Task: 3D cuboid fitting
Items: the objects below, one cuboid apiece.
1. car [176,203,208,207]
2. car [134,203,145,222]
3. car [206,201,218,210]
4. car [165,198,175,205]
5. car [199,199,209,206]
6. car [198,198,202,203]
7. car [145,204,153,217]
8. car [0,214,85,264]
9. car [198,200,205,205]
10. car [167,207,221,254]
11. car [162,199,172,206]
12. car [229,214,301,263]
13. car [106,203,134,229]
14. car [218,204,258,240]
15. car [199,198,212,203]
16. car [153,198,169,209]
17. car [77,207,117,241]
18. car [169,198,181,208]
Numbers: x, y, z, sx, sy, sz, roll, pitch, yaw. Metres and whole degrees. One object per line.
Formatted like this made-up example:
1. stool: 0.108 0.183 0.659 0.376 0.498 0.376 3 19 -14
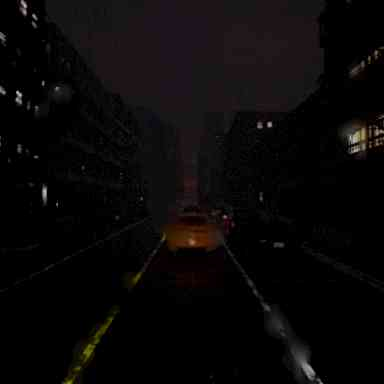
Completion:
1. car: 0.014 1.873 27.521 2.033 1.411 5.357 0 -1 0
2. car: -5.682 1.893 29.461 1.887 1.381 4.507 0 -1 0
3. car: 2.700 1.946 35.316 1.752 1.417 4.829 0 -1 0
4. car: -5.676 2.421 86.359 2.192 1.841 5.009 0 -1 0
5. car: 2.702 2.386 74.976 1.967 1.590 4.097 0 -1 0
6. car: 2.702 2.104 63.598 2.192 1.841 5.009 0 -1 0
7. car: -5.680 1.858 35.151 1.967 1.590 4.097 0 -1 0
8. car: -5.683 1.725 12.392 1.802 1.307 4.206 0 -1 0
9. car: 2.702 2.771 92.043 1.802 1.307 4.206 0 -1 0
10. car: 0.030 1.643 14.252 1.882 1.535 5.008 0 0 0
11. car: -5.678 2.386 74.979 1.967 1.590 4.097 0 -1 0
12. car: 2.698 1.710 12.388 1.947 1.339 4.313 0 -1 0
13. car: -5.681 1.719 23.774 1.967 1.590 4.097 0 -1 0
14. car: 2.699 1.651 18.079 1.967 1.590 4.097 0 -1 0
15. car: 2.365 2.027 45.548 1.882 1.535 5.008 0 -1 0
16. car: -5.678 2.027 57.911 2.192 1.841 5.009 0 -1 0
17. car: -5.682 1.755 18.083 1.887 1.381 4.507 0 -1 0
18. car: -3.000 2.418 65.676 1.895 1.301 4.718 0 -1 0
